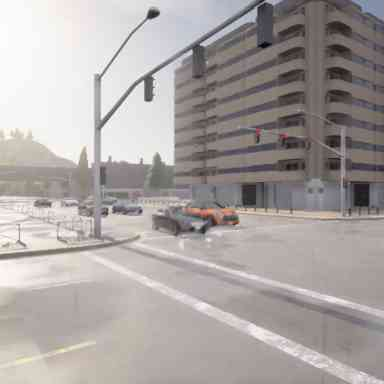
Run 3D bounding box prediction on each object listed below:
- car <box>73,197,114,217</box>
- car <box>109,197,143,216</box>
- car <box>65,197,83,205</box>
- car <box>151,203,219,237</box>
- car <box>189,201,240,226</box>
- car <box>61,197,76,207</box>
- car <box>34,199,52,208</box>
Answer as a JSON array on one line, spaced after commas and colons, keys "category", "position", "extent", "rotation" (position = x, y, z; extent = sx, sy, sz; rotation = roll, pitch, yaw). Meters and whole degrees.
[{"category": "car", "position": [-9.540, 1.561, 31.974], "extent": [1.837, 1.490, 4.892], "rotation": [0, 0, -35]}, {"category": "car", "position": [-6.719, 1.581, 34.055], "extent": [1.812, 1.442, 4.674], "rotation": [0, 0, -35]}, {"category": "car", "position": [-22.087, 1.619, 62.139], "extent": [1.994, 1.385, 4.181], "rotation": [0, 0, -35]}, {"category": "car", "position": [-0.783, 1.538, 18.700], "extent": [2.128, 1.511, 4.902], "rotation": [0, 0, -27]}, {"category": "car", "position": [1.170, 1.405, 22.908], "extent": [2.097, 1.767, 4.553], "rotation": [0, 0, -35]}, {"category": "car", "position": [-18.866, 1.581, 51.277], "extent": [1.812, 1.442, 4.674], "rotation": [0, 0, -35]}, {"category": "car", "position": [-22.728, 1.656, 50.699], "extent": [1.895, 1.301, 4.718], "rotation": [0, 0, -35]}]
